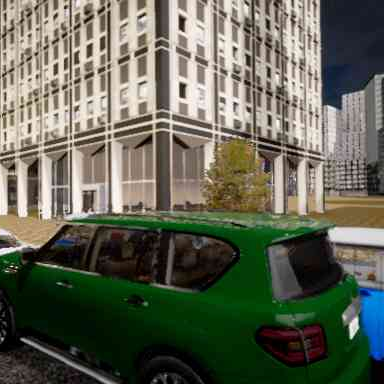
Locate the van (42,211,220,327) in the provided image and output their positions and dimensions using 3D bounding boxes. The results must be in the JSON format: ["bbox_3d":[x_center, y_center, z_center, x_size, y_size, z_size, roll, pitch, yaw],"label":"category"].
[{"bbox_3d":[-1.521,1.400,7.509,3.998,1.788,1.690,0,-2,38],"label":"van"}]

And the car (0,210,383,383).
[{"bbox_3d":[-0.733,1.262,4.519,5.566,2.045,2.150,0,-1,37],"label":"car"}]

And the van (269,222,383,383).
[{"bbox_3d":[3.167,1.398,3.987,3.998,1.788,1.690,0,-2,37],"label":"van"}]
